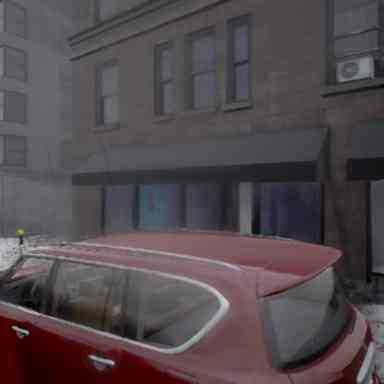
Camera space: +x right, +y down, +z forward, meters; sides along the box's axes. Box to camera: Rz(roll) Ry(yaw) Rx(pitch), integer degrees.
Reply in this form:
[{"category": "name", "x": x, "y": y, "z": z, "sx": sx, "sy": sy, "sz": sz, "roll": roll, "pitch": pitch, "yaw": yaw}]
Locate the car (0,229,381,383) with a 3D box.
[{"category": "car", "x": -0.812, "y": 1.347, "z": 3.527, "sx": 5.009, "sy": 1.841, "sz": 2.192, "roll": -1, "pitch": 0, "yaw": 36}]
